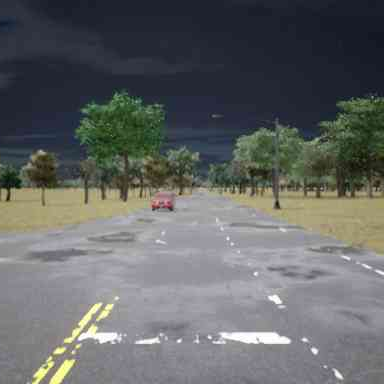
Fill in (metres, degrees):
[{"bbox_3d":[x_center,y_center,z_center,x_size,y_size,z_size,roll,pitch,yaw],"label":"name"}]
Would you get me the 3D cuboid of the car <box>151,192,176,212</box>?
[{"bbox_3d":[-2.999,1.013,35.953,2.150,2.045,5.566,0,1,2],"label":"car"}]
